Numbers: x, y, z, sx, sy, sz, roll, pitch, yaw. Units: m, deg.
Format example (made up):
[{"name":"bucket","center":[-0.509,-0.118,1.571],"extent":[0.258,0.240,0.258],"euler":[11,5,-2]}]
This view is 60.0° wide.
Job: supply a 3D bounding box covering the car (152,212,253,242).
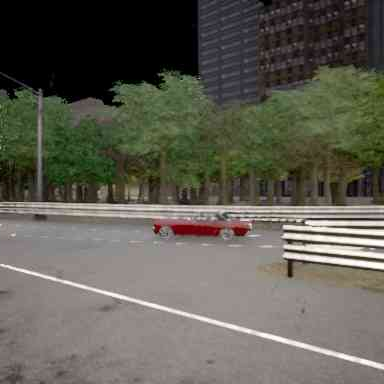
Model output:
[{"name":"car","center":[0.485,1.611,16.073],"extent":[4.718,1.301,1.895],"euler":[0,0,15]}]
